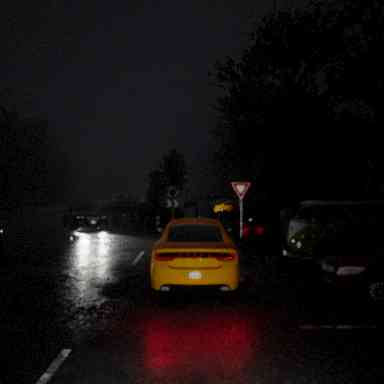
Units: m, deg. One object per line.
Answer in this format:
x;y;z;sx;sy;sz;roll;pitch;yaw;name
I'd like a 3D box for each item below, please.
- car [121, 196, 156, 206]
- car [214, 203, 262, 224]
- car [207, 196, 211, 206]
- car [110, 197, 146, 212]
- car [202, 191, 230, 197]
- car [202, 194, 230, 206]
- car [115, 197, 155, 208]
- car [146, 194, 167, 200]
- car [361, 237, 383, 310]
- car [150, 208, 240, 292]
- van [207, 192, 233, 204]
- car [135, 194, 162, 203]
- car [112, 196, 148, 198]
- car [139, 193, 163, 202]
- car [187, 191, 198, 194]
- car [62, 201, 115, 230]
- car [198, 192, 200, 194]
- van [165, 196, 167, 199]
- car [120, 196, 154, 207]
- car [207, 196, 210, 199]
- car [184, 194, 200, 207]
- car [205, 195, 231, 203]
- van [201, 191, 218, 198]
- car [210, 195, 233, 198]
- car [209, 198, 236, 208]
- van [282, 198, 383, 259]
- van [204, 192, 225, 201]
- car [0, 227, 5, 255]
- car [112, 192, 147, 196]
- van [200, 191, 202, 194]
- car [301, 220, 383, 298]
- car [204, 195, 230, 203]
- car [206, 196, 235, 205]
-8.515;1.411;53.326;5.366;1.575;1.946;0;1;0;car
3.548;1.709;25.683;1.895;1.301;4.718;1;-2;-15;car
4.728;1.640;42.225;4.792;1.488;2.163;0;1;0;car
-8.350;1.688;39.448;4.792;1.488;2.163;0;1;0;car
4.779;1.164;53.299;5.566;2.045;2.435;0;1;0;car
4.569;1.510;47.764;5.366;1.575;1.946;0;1;0;car
-8.140;1.509;47.775;5.366;1.575;1.946;0;1;0;car
-8.374;1.137;78.300;4.792;1.488;2.163;0;1;0;car
5.043;1.492;4.252;4.674;1.452;2.002;0;1;0;car
0.068;1.404;8.778;1.882;1.535;5.008;0;1;0;car
4.864;1.093;58.962;4.442;1.987;1.878;0;1;0;van
-8.342;1.240;64.418;4.892;1.521;2.231;0;1;0;car
-8.317;1.609;42.223;5.008;1.535;2.097;0;1;0;car
-8.306;1.083;67.196;4.553;1.767;2.185;0;1;0;car
-0.305;0.854;78.143;2.150;2.045;5.566;0;1;0;car
-6.653;1.427;20.346;2.128;1.511;4.902;2;-2;-31;car
4.705;0.833;80.990;5.566;2.045;2.435;0;1;0;car
-8.224;0.931;72.745;4.442;1.987;1.878;0;1;0;van
-8.321;1.464;50.551;4.892;1.521;2.231;0;1;0;car
4.753;1.602;44.995;4.674;1.452;2.002;0;1;0;car
-0.193;1.463;50.429;1.882;1.535;5.008;0;1;0;car
4.774;1.305;61.737;4.792;1.488;2.163;0;1;0;car
4.843;0.759;92.197;4.442;1.987;1.878;0;1;0;van
4.791;1.531;39.577;4.553;1.767;2.185;0;1;0;car
4.756;1.705;36.809;5.008;1.535;2.097;0;1;0;car
4.915;1.173;9.707;4.442;1.987;1.878;-1;0;0;van
4.855;0.932;72.681;4.442;1.987;1.878;0;1;0;van
-8.067;1.426;9.630;4.792;1.488;2.163;0;1;0;car
-8.295;1.309;44.994;5.566;2.045;2.435;0;1;0;car
4.620;0.908;75.451;4.442;1.987;1.878;0;1;0;van
5.044;1.464;7.037;4.674;1.452;2.002;0;1;0;car
4.773;1.270;64.376;4.792;1.488;2.163;0;1;0;car
4.721;1.397;56.072;4.792;1.488;2.163;0;1;0;car
